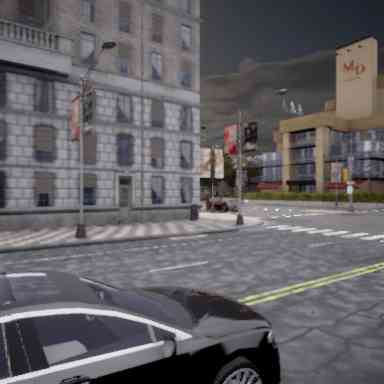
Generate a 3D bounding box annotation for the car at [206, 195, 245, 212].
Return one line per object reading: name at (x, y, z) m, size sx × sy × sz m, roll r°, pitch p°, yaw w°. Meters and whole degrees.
car at (3.727, 1.383, 39.867) m, size 2.097 × 1.767 × 4.553 m, roll 0°, pitch 0°, yaw -36°

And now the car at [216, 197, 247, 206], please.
car at (6.531, 1.592, 55.874) m, size 2.033 × 1.411 × 5.357 m, roll 0°, pitch 0°, yaw -36°

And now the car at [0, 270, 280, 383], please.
car at (-1.304, 1.493, 2.866) m, size 4.902 × 1.511 × 2.128 m, roll 0°, pitch 0°, yaw -35°
